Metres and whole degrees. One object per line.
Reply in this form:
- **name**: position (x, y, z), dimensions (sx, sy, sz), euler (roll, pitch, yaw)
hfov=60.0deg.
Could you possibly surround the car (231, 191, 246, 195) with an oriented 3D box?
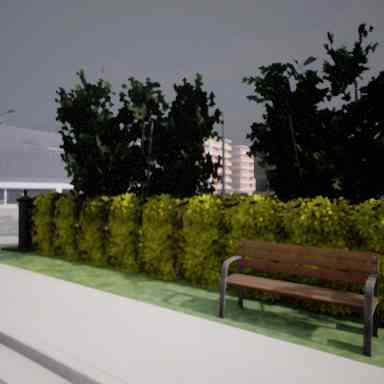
- **car**: position (10.312, 0.438, 73.209), dimensions (2.128, 1.511, 4.902), euler (1, 1, 35)

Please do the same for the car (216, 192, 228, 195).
- **car**: position (6.124, 0.498, 73.335), dimensions (1.895, 1.301, 4.718), euler (1, 1, 35)
